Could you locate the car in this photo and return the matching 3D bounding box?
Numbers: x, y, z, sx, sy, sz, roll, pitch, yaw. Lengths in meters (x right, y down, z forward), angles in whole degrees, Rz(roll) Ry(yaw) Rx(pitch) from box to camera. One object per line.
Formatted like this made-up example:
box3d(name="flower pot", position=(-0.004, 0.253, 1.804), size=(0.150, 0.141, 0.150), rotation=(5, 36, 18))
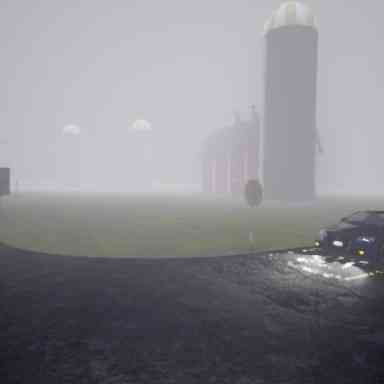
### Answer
box3d(name="car", position=(5.962, 1.321, 10.833), size=(4.181, 1.385, 1.994), rotation=(0, 2, -33))
